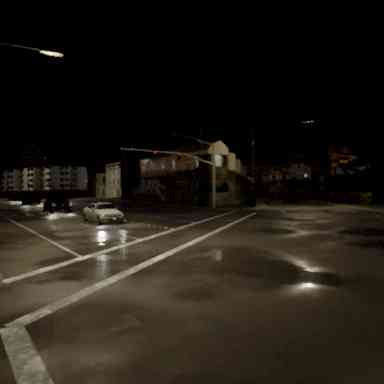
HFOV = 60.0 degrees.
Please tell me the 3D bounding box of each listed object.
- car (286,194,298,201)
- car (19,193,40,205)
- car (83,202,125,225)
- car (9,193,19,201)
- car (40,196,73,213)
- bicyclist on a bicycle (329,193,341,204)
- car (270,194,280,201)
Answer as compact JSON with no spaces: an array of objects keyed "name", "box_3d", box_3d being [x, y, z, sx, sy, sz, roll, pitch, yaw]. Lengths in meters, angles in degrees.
[{"name":"car","box_3d":[20.975,1.171,69.733,2.033,1.411,5.357,-1,0,10]},{"name":"car","box_3d":[-23.138,1.045,47.827,1.882,1.535,5.008,-1,2,-35]},{"name":"car","box_3d":[-6.548,1.497,24.314,1.812,1.442,4.674,-1,1,-35]},{"name":"car","box_3d":[-32.219,0.896,60.836,2.128,1.511,4.902,-1,1,-35]},{"name":"car","box_3d":[-14.129,1.245,35.046,2.097,1.767,4.553,-1,1,-35]},{"name":"bicyclist on a bicycle","box_3d":[21.616,1.028,50.271,1.656,1.620,0.582,-1,0,10]},{"name":"car","box_3d":[17.524,1.188,70.317,2.128,1.511,4.902,-1,0,10]}]
